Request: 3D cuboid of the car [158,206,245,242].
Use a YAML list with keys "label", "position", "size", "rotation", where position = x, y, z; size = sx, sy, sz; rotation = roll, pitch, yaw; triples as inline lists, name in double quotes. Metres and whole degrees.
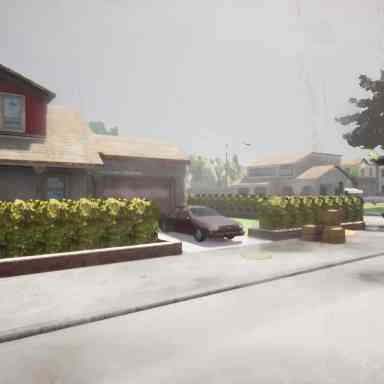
- label: "car"
  position: [0.086, 1.356, 15.477]
  size: [2.033, 1.415, 5.357]
  rotation: [0, 0, -33]
